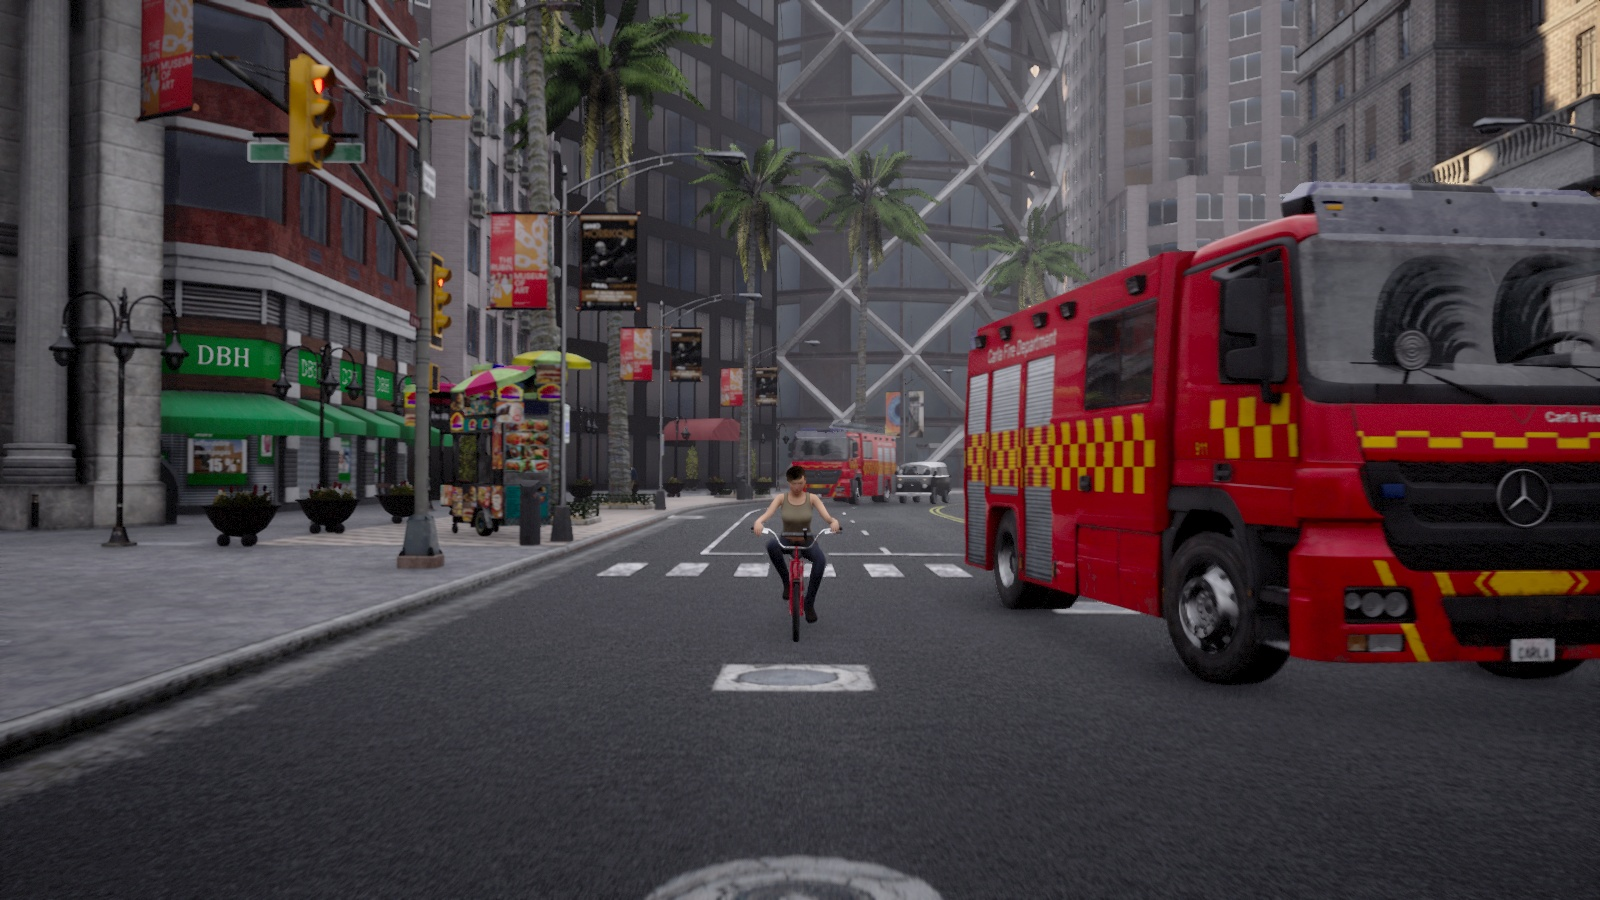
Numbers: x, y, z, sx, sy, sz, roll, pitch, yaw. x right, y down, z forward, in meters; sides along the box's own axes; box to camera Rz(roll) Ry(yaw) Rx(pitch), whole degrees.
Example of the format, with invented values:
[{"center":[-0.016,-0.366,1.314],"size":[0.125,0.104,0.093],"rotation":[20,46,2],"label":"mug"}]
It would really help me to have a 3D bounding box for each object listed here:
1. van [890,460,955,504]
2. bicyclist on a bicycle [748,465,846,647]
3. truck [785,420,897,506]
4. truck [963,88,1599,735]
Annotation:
[{"center":[5.991,1.535,60.977],"size":[2.069,2.038,4.480],"rotation":[-1,-1,20],"label":"van"},{"center":[-0.025,0.951,11.926],"size":[0.866,1.612,1.509],"rotation":[0,-1,0],"label":"bicyclist on a bicycle"},{"center":[2.128,0.655,60.520],"size":[2.891,3.827,8.468],"rotation":[-1,-1,20],"label":"truck"},{"center":[4.086,-0.169,11.823],"size":[2.891,3.827,8.468],"rotation":[0,-1,-8],"label":"truck"}]
